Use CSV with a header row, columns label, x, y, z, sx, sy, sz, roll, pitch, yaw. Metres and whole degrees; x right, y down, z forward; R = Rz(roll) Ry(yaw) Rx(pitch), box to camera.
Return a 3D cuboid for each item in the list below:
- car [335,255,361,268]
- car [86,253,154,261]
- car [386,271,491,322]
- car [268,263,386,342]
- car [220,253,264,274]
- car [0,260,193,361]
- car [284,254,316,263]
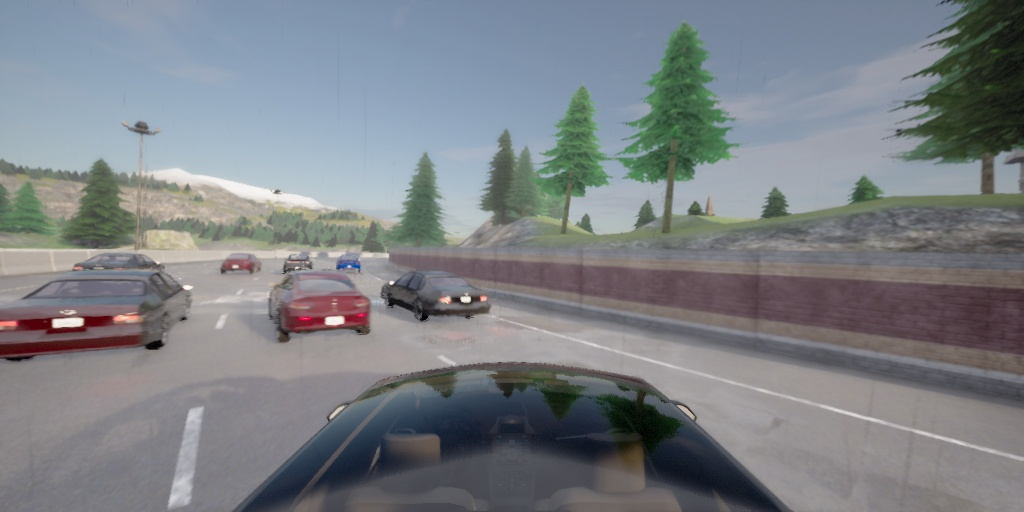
label,x,y,z,sx,sy,sz,roll,pitch,yaw
car,-14.363,0.658,31.516,1.882,1.535,5.008,2,0,-26
car,-18.699,0.544,17.284,2.033,1.411,5.357,2,0,-30
car,-2.749,1.190,11.957,2.033,1.411,5.357,2,0,-36
car,-4.927,1.078,9.045,1.812,1.442,4.674,2,0,-37
car,-19.259,0.504,25.678,1.812,1.442,4.674,2,0,-27
car,-8.036,0.972,7.330,2.033,1.411,5.357,2,0,-36
car,-16.187,0.595,27.358,2.128,1.511,4.902,2,0,-27
